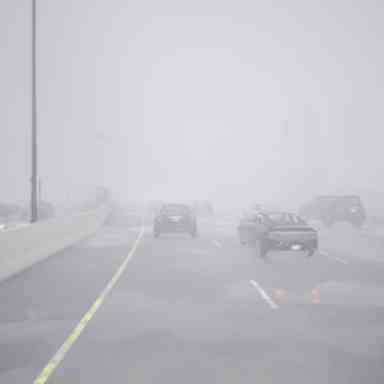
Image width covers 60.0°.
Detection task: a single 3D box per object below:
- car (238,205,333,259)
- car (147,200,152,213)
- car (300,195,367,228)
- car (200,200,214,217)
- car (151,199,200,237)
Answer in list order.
[{"bbox_3d":[3.017,1.477,12.582,2.128,1.511,4.902,0,0,-4],"label":"car"},{"bbox_3d":[-3.910,1.533,37.010,2.033,1.411,5.357,0,0,-12],"label":"car"},{"bbox_3d":[9.143,1.187,22.137,2.150,2.045,5.566,0,0,-7],"label":"car"},{"bbox_3d":[0.726,1.470,31.183,2.128,1.511,4.902,0,0,-10],"label":"car"},{"bbox_3d":[-0.988,1.343,18.027,2.097,1.767,4.553,0,0,-6],"label":"car"}]
